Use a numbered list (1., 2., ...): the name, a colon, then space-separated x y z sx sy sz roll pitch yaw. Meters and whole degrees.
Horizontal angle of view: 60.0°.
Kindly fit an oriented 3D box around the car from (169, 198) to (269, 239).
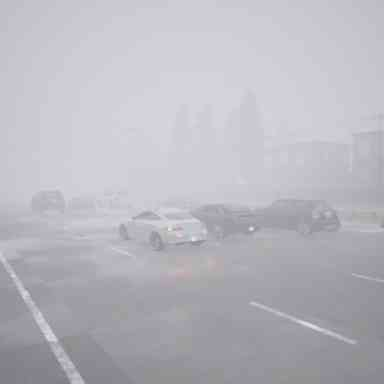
1. car: 1.095 1.257 15.896 1.837 1.490 4.892 -1 1 -35

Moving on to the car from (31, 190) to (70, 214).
1. car: -13.284 0.881 30.559 2.150 2.045 5.566 -1 1 -35

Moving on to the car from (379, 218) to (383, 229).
1. car: 10.969 1.243 13.913 2.033 1.411 5.357 -1 1 -35

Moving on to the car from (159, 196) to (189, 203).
1. car: -1.318 1.086 31.715 2.033 1.411 5.357 -1 1 -35

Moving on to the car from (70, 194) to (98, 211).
1. car: -11.581 1.154 34.262 1.994 1.385 4.181 -1 1 -35

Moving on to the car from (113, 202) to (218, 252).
1. car: -1.265 1.339 13.154 1.812 1.442 4.674 -1 1 -35

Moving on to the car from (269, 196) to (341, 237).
1. car: 4.872 1.061 16.580 2.097 1.767 4.553 -1 1 -35

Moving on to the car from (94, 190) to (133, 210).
1. car: -8.261 0.763 35.604 2.150 2.045 5.566 -1 1 -35
